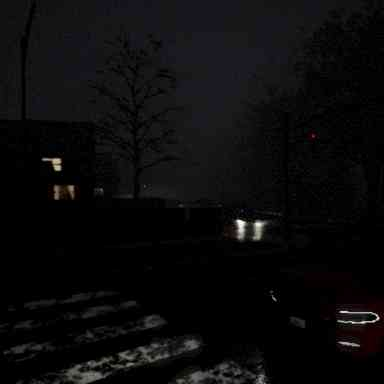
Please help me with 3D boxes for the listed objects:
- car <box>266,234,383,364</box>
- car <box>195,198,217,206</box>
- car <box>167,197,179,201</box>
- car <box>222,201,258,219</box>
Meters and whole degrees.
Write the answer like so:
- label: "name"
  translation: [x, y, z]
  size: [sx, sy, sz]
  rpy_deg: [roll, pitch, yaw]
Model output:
- label: "car"
  translation: [3.495, 1.556, 6.060]
  size: [5.008, 1.535, 1.882]
  rpy_deg: [1, 0, -36]
- label: "car"
  translation: [1.662, 1.578, 40.985]
  size: [1.837, 1.490, 4.892]
  rpy_deg: [-1, 1, -15]
- label: "car"
  translation: [-3.565, 1.599, 61.042]
  size: [1.895, 1.301, 4.718]
  rpy_deg: [-1, 0, -14]
- label: "car"
  translation: [4.351, 1.594, 30.815]
  size: [1.882, 1.535, 5.008]
  rpy_deg: [-1, 0, -15]
